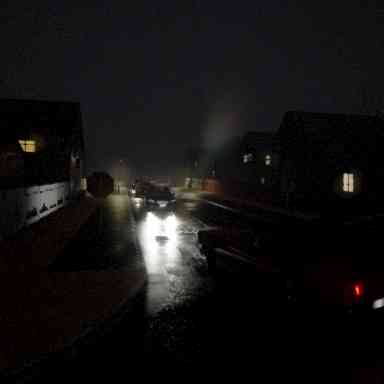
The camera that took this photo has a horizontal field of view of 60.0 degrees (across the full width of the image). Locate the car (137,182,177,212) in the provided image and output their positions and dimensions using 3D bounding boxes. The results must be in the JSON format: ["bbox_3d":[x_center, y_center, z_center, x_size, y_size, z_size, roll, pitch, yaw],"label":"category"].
[{"bbox_3d":[-2.190,0.395,21.651,2.128,1.511,4.902,0,3,-12],"label":"car"}]

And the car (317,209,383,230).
[{"bbox_3d":[5.487,1.236,9.279,4.902,1.511,2.128,6,5,35],"label":"car"}]

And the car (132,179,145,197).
[{"bbox_3d":[-4.926,-0.340,34.726,1.882,1.535,5.008,1,3,-12],"label":"car"}]

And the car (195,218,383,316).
[{"bbox_3d":[1.890,1.318,7.124,1.895,1.301,4.718,-1,3,-28],"label":"car"}]
